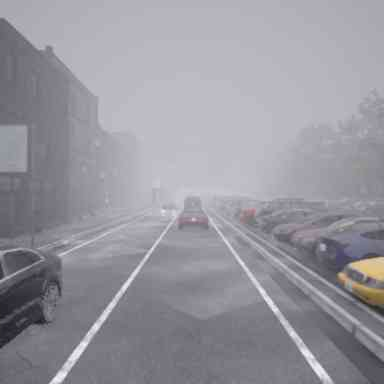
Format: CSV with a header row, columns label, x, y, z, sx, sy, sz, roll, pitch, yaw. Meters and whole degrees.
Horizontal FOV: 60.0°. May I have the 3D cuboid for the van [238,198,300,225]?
label,x,y,z,sx,sy,sz,roll,pitch,yaw
van,6.002,1.484,26.241,4.442,1.987,1.878,0,0,0

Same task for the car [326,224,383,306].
label,x,y,z,sx,sy,sz,roll,pitch,yaw
car,5.865,1.583,6.758,5.366,1.575,1.946,0,0,0

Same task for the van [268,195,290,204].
label,x,y,z,sx,sy,sz,roll,pitch,yaw
van,19.247,1.720,73.548,4.442,1.987,1.878,0,0,0

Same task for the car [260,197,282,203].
label,x,y,z,sx,sy,sz,roll,pitch,yaw
car,19.387,1.978,82.025,5.008,1.535,2.097,0,0,0

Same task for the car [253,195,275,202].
label,x,y,z,sx,sy,sz,roll,pitch,yaw
car,19.450,1.720,90.390,5.566,2.045,2.435,0,0,0

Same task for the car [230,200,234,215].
label,x,y,z,sx,sy,sz,roll,pitch,yaw
car,6.122,1.728,29.023,4.892,1.521,2.231,0,0,0

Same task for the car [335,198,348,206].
label,x,y,z,sx,sy,sz,roll,pitch,yaw
car,19.243,1.778,37.343,4.892,1.521,2.231,0,0,0

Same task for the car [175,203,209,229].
label,x,y,z,sx,sy,sz,roll,pitch,yaw
car,0.100,1.727,23.041,1.994,1.385,4.181,0,0,0

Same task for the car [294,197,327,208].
label,x,y,z,sx,sy,sz,roll,pitch,yaw
car,19.264,1.738,54.053,4.553,1.767,2.185,0,0,0

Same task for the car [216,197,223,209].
label,x,y,z,sx,sy,sz,roll,pitch,yaw
car,6.157,1.852,45.722,4.792,1.488,2.163,0,0,0

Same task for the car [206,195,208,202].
label,x,y,z,sx,sy,sz,roll,pitch,yaw
car,6.469,1.943,73.555,5.366,1.575,1.946,0,0,0

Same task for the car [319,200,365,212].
label,x,y,z,sx,sy,sz,roll,pitch,yaw
car,19.261,1.807,42.913,5.008,1.535,2.097,0,0,0

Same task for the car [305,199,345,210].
label,x,y,z,sx,sy,sz,roll,pitch,yaw
car,19.271,1.837,48.483,5.008,1.535,2.097,0,0,0

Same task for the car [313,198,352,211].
label,x,y,z,sx,sy,sz,roll,pitch,yaw
car,19.234,1.697,45.699,4.553,1.767,2.185,0,0,0

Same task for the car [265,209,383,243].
label,x,y,z,sx,sy,sz,roll,pitch,yaw
car,6.051,1.669,15.106,4.792,1.488,2.163,0,0,0

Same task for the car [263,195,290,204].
label,x,y,z,sx,sy,sz,roll,pitch,yaw
car,19.345,1.705,76.333,5.566,2.045,2.435,0,0,0

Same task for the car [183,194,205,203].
label,x,y,z,sx,sy,sz,roll,pitch,yaw
car,0.099,1.499,40.719,2.150,2.045,5.566,0,0,0

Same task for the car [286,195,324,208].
label,x,y,z,sx,sy,sz,roll,pitch,yaw
car,19.277,1.626,56.837,5.566,2.045,2.435,0,0,0

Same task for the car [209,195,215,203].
label,x,y,z,sx,sy,sz,roll,pitch,yaw
car,6.250,1.901,62.422,5.008,1.535,2.097,0,0,0

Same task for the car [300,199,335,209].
label,x,y,z,sx,sy,sz,roll,pitch,yaw
car,19.288,1.890,51.267,4.674,1.452,2.002,0,0,0

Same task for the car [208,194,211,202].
label,x,y,z,sx,sy,sz,roll,pitch,yaw
car,6.243,1.810,70.898,4.553,1.767,2.185,0,0,0

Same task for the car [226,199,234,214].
label,x,y,z,sx,sy,sz,roll,pitch,yaw
car,6.323,1.741,31.805,5.366,1.575,1.946,0,0,0

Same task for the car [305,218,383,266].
label,x,y,z,sx,sy,sz,roll,pitch,yaw
car,6.090,1.633,9.540,4.792,1.488,2.163,0,0,0

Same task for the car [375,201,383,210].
label,x,y,z,sx,sy,sz,roll,pitch,yaw
car,19.178,1.756,28.988,4.792,1.488,2.163,0,0,0

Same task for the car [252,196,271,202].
label,x,y,z,sx,sy,sz,roll,pitch,yaw
car,19.437,1.952,93.181,5.008,1.535,2.097,0,1,0

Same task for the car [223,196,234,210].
label,x,y,z,sx,sy,sz,roll,pitch,yaw
car,6.126,1.652,37.374,4.553,1.767,2.185,0,0,0

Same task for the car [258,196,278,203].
label,x,y,z,sx,sy,sz,roll,pitch,yaw
car,19.434,1.858,84.810,4.553,1.767,2.185,0,0,0

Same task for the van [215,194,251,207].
label,x,y,z,sx,sy,sz,roll,pitch,yaw
van,6.079,1.612,48.570,4.442,1.987,1.878,0,0,0

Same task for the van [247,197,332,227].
label,x,y,z,sx,sy,sz,roll,pitch,yaw
van,5.983,1.449,20.799,4.442,1.987,1.878,0,0,0

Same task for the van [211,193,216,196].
label,x,y,z,sx,sy,sz,roll,pitch,yaw
van,6.371,1.687,65.206,4.442,1.987,1.878,0,0,0

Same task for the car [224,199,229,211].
label,x,y,z,sx,sy,sz,roll,pitch,yaw
car,6.154,1.762,34.588,4.892,1.521,2.231,0,0,0

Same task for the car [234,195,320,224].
label,x,y,z,sx,sy,sz,roll,pitch,yaw
car,6.081,1.441,23.458,5.566,2.045,2.435,0,0,0

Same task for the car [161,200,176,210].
label,x,y,z,sx,sy,sz,roll,pitch,yaw
car,-3.331,1.845,48.772,1.812,1.442,4.674,0,0,0

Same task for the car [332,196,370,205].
label,x,y,z,sx,sy,sz,roll,pitch,yaw
car,19.219,1.541,40.128,5.566,2.045,2.435,0,0,0

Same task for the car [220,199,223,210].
label,x,y,z,sx,sy,sz,roll,pitch,yaw
car,6.170,1.832,40.155,4.674,1.452,2.002,0,0,0

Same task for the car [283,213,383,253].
label,x,y,z,sx,sy,sz,roll,pitch,yaw
car,6.073,1.662,12.323,4.674,1.452,2.002,0,0,0

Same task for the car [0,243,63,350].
label,x,y,z,sx,sy,sz,roll,pitch,yaw
car,-3.350,1.524,4.406,2.128,1.511,4.902,0,0,0

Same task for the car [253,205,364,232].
label,x,y,z,sx,sy,sz,roll,pitch,yaw
car,6.083,1.658,17.890,4.892,1.521,2.231,0,0,0

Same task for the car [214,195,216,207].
label,x,y,z,sx,sy,sz,roll,pitch,yaw
car,6.175,1.725,51.290,4.553,1.767,2.185,0,0,0

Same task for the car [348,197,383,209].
label,x,y,z,sx,sy,sz,roll,pitch,yaw
car,19.259,1.635,34.558,4.553,1.767,2.185,0,0,0

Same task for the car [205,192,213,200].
label,x,y,z,sx,sy,sz,roll,pitch,yaw
car,6.331,1.716,79.123,5.566,2.045,2.435,0,0,0

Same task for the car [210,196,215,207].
label,x,y,z,sx,sy,sz,roll,pitch,yaw
car,6.030,1.861,54.073,5.366,1.575,1.946,0,0,0

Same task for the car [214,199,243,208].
label,x,y,z,sx,sy,sz,roll,pitch,yaw
car,6.228,1.918,56.855,4.674,1.452,2.002,0,0,0
